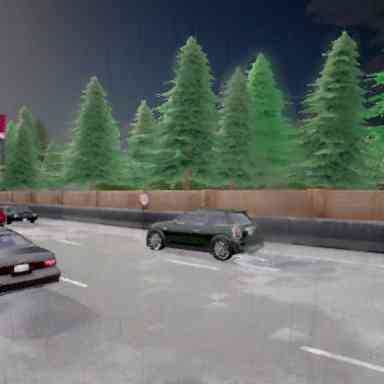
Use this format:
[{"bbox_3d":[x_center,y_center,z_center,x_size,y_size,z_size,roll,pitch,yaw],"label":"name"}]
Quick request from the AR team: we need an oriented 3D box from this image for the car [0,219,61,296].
[{"bbox_3d":[-5.333,1.564,8.218,5.357,1.411,2.033,0,0,39],"label":"car"}]

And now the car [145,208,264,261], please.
[{"bbox_3d":[0.335,1.398,12.696,4.553,1.767,2.097,0,0,38],"label":"car"}]

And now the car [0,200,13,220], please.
[{"bbox_3d":[-12.835,1.258,19.464,5.566,2.045,2.150,0,0,42],"label":"car"}]

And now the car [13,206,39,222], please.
[{"bbox_3d":[-13.193,1.654,24.516,4.718,1.301,1.895,0,0,42],"label":"car"}]
